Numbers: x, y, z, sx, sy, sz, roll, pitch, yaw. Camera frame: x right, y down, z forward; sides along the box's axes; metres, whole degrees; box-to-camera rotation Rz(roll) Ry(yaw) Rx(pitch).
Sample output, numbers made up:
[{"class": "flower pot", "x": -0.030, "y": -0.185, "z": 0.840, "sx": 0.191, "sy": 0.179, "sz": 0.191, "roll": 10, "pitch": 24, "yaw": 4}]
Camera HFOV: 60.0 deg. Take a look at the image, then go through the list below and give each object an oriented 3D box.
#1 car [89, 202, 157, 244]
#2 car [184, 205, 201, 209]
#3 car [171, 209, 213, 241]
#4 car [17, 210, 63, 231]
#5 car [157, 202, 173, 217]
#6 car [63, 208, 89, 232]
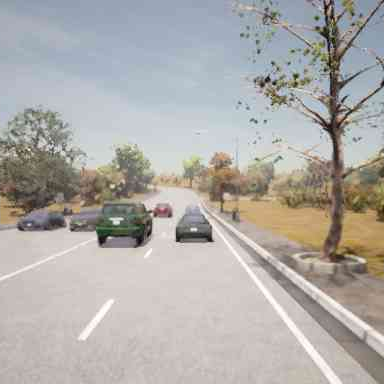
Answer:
[{"class": "car", "x": -3.404, "y": 1.516, "z": 17.651, "sx": 2.150, "sy": 2.045, "sz": 5.566, "roll": 0, "pitch": -1, "yaw": 0}, {"class": "car", "x": 0.088, "y": 2.191, "z": 38.223, "sx": 2.033, "sy": 1.411, "sz": 5.357, "roll": 0, "pitch": -1, "yaw": 0}, {"class": "car", "x": 0.095, "y": 1.876, "z": 18.670, "sx": 1.994, "sy": 1.385, "sz": 4.181, "roll": 0, "pitch": -1, "yaw": 0}, {"class": "car", "x": -10.539, "y": 1.959, "z": 23.528, "sx": 1.994, "sy": 1.385, "sz": 4.181, "roll": 0, "pitch": -1, "yaw": 0}, {"class": "car", "x": -3.415, "y": 2.028, "z": 40.193, "sx": 2.097, "sy": 1.767, "sz": 4.553, "roll": 0, "pitch": -1, "yaw": 0}, {"class": "car", "x": -7.038, "y": 1.900, "z": 23.398, "sx": 1.837, "sy": 1.490, "sz": 4.892, "roll": 0, "pitch": -2, "yaw": 1}]
